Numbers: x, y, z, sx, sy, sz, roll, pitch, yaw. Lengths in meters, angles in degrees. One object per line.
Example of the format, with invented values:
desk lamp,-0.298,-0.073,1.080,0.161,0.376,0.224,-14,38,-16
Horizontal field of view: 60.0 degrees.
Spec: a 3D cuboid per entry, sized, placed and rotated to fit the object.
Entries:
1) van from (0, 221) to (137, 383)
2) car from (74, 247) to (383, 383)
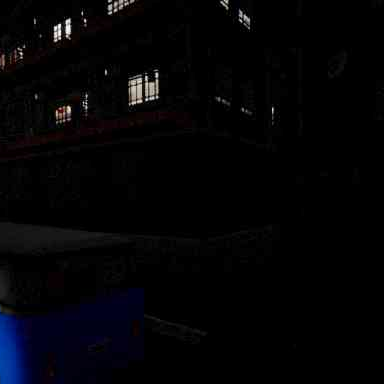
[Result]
van,-2.454,1.343,4.475,3.998,1.788,1.690,0,-1,36
car,2.036,1.315,1.243,5.009,1.841,2.192,0,-1,36
